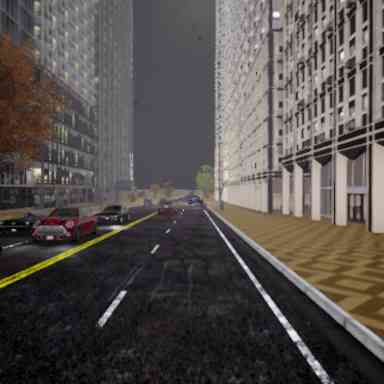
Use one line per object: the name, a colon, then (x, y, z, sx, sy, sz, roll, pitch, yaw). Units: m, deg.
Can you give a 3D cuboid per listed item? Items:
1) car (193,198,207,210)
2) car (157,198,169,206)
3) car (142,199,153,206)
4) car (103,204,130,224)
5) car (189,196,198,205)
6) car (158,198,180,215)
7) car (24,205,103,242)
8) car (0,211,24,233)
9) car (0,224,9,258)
car: (1.462, 2.145, 55.033, 1.812, 1.442, 4.674, 0, -1, 0)
car: (-6.078, 2.107, 70.858, 2.097, 1.767, 4.553, 0, -1, 0)
car: (-9.329, 2.267, 70.846, 1.812, 1.442, 4.674, 0, -1, 0)
car: (-6.404, 1.801, 27.586, 1.837, 1.490, 4.892, 0, -1, 1)
car: (0.443, 1.859, 74.047, 2.150, 2.045, 5.566, 0, -1, 0)
car: (-2.941, 1.805, 40.893, 2.097, 1.767, 4.553, 0, -1, 2)
car: (-6.497, 1.534, 17.486, 2.097, 1.767, 4.553, 0, -1, 0)
car: (-9.727, 1.807, 20.386, 1.895, 1.301, 4.718, 0, -1, 0)
car: (-6.565, 1.672, 7.677, 1.895, 1.301, 4.718, 0, -1, 0)
